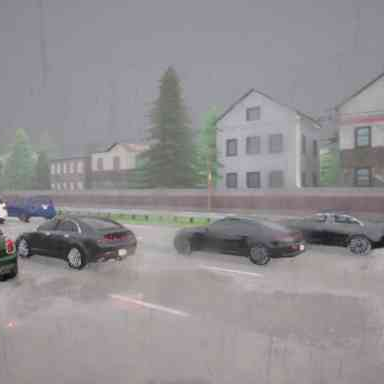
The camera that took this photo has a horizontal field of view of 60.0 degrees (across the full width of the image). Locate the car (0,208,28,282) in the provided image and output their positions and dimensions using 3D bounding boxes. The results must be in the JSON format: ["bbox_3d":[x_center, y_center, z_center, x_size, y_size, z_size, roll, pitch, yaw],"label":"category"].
[{"bbox_3d":[-6.552,1.372,8.664,4.553,1.767,2.097,0,0,36],"label":"car"}]

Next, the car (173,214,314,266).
[{"bbox_3d":[1.488,1.537,11.514,4.674,1.442,1.812,0,0,35],"label":"car"}]

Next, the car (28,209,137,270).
[{"bbox_3d":[-3.991,1.524,11.136,4.892,1.490,1.837,0,0,36],"label":"car"}]

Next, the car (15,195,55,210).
[{"bbox_3d":[-13.063,1.272,26.214,5.566,2.045,2.150,0,0,36],"label":"car"}]

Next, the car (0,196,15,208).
[{"bbox_3d":[-15.136,1.272,23.394,5.566,2.045,2.150,0,0,36],"label":"car"}]

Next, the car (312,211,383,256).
[{"bbox_3d":[5.253,1.499,13.123,4.902,1.511,2.128,0,0,36],"label":"car"}]
